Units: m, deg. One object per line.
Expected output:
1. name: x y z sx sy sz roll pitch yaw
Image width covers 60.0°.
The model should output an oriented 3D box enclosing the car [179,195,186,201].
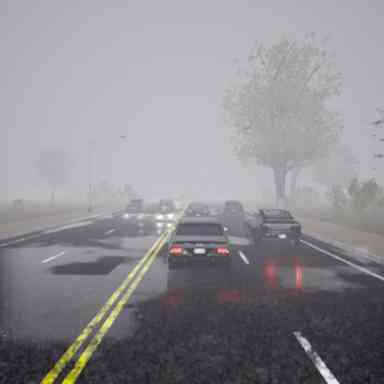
1. car: -2.282 1.410 77.149 1.837 1.490 4.892 0 0 0

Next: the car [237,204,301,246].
1. car: 3.559 1.512 15.338 2.128 1.511 4.902 0 0 1

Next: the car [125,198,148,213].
1. car: -6.066 1.484 36.609 1.837 1.490 4.892 0 0 1

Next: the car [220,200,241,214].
1. car: 3.814 1.497 32.223 1.882 1.535 5.008 0 0 1

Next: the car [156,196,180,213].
1. car: -2.815 1.483 36.602 2.128 1.511 4.902 0 0 1

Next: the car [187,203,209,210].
1. car: 0.517 1.608 29.266 1.895 1.301 4.718 0 0 1

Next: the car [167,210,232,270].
1. car: 0.237 1.554 10.997 2.033 1.411 5.357 0 0 1
